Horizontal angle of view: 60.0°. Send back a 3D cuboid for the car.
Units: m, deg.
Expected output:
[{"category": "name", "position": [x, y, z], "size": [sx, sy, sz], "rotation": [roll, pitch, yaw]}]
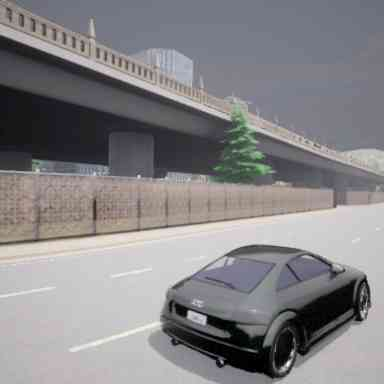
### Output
[{"category": "car", "position": [1.479, 1.622, 5.732], "size": [4.181, 1.385, 1.994], "rotation": [1, -1, -45]}]
